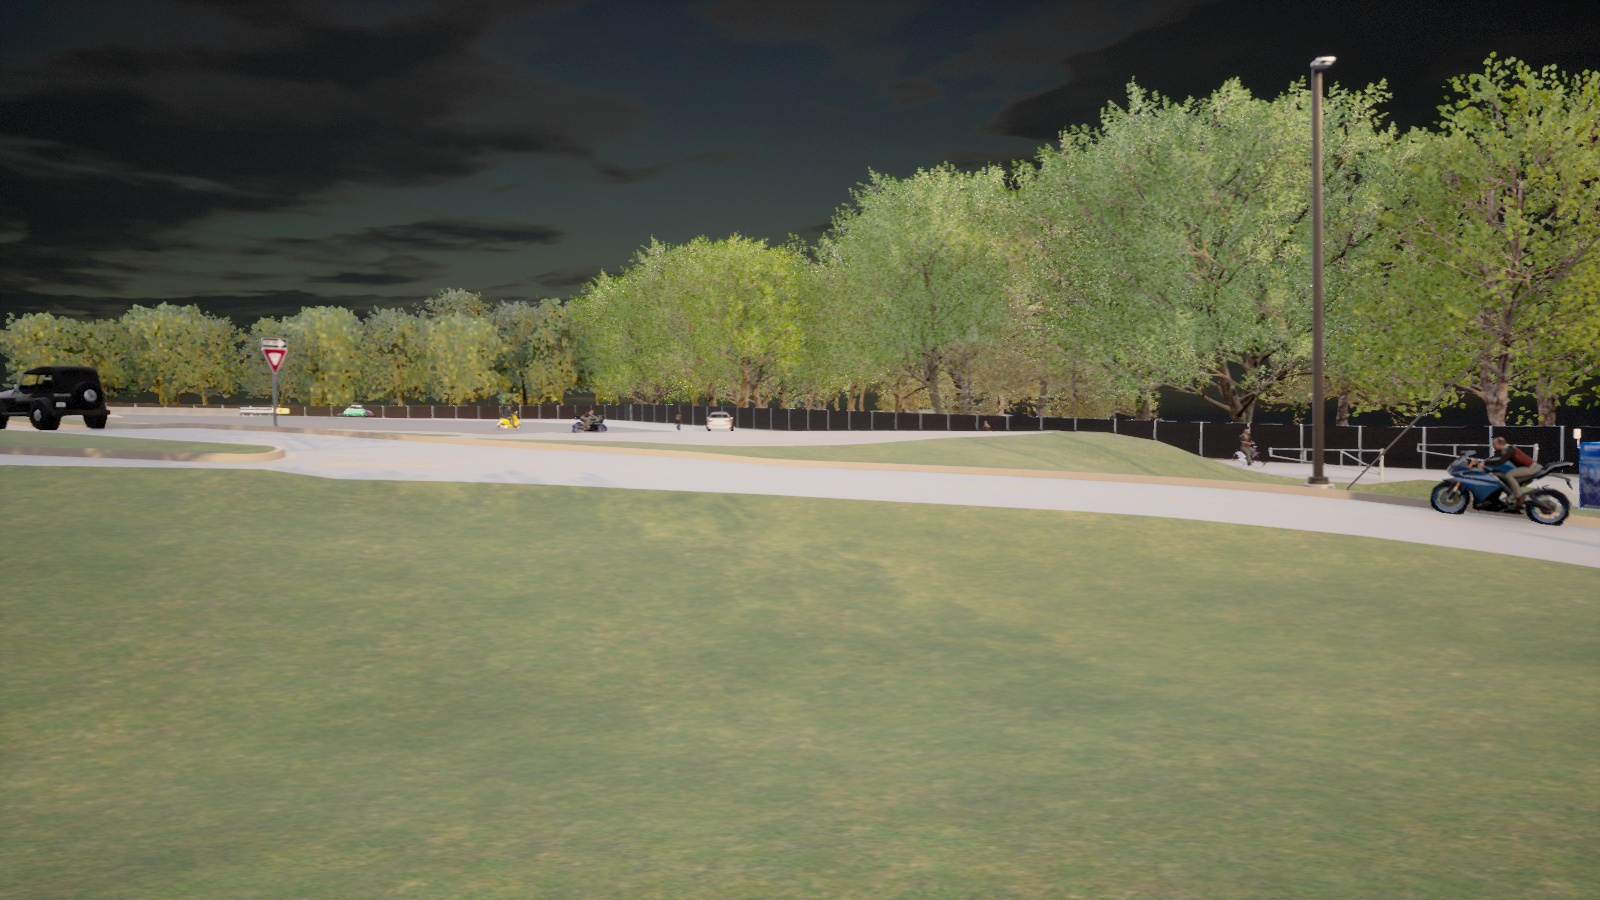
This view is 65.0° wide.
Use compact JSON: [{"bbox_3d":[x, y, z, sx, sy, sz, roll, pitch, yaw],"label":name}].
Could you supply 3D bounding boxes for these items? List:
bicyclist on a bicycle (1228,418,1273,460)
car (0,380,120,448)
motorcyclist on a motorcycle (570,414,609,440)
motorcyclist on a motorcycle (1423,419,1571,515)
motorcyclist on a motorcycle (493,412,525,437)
[{"bbox_3d":[19.746,-0.480,55.069,0.659,1.776,1.843,-3,2,-26],"label":"bicyclist on a bicycle"},{"bbox_3d":[-22.402,-1.043,37.387,3.866,1.878,1.905,-1,2,28],"label":"car"},{"bbox_3d":[-12.970,-1.422,77.537,2.191,1.530,0.866,0,1,-28],"label":"motorcyclist on a motorcycle"},{"bbox_3d":[12.582,0.270,22.720,2.191,1.530,0.866,5,4,30],"label":"motorcyclist on a motorcycle"},{"bbox_3d":[-18.372,-1.616,79.342,0.866,1.590,1.817,1,1,42],"label":"motorcyclist on a motorcycle"}]
